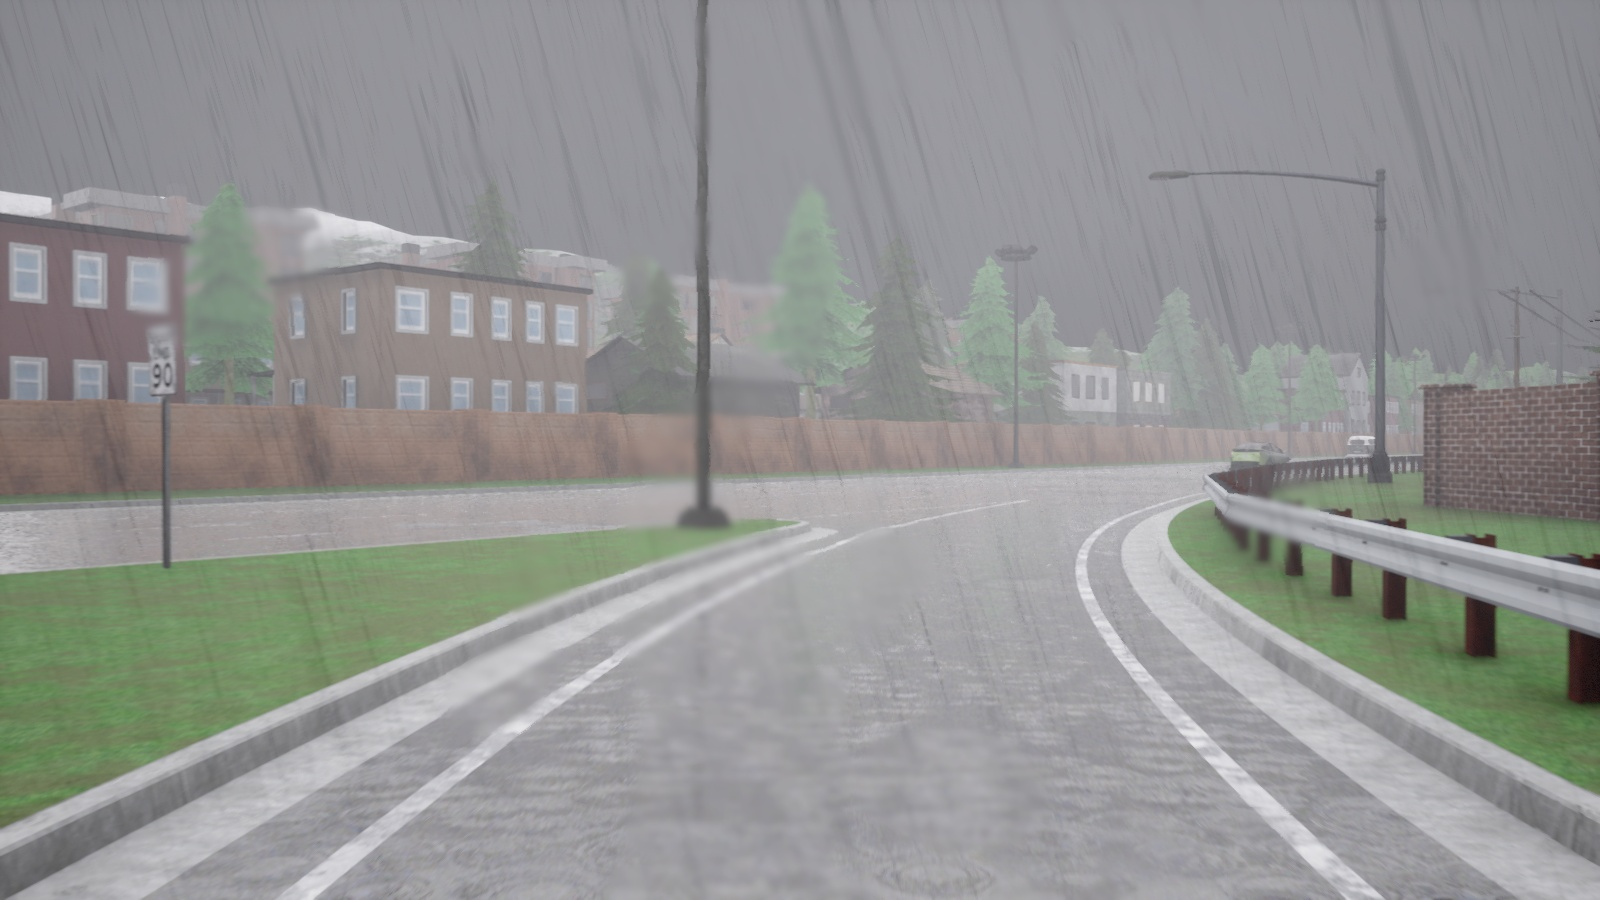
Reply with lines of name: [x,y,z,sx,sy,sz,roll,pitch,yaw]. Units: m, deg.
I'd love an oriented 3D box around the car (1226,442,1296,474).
car: [23.060,0.366,62.753,2.007,1.525,4.514,0,0,38]
